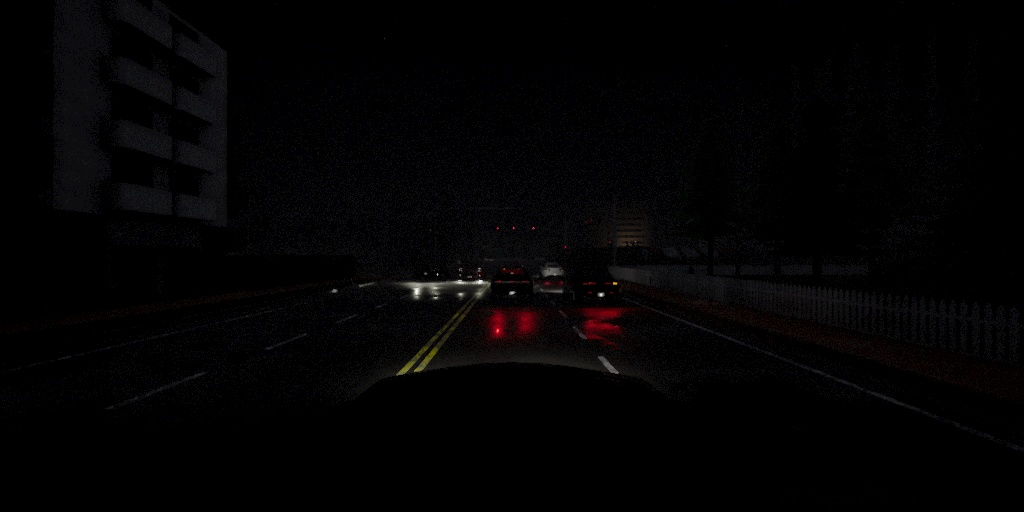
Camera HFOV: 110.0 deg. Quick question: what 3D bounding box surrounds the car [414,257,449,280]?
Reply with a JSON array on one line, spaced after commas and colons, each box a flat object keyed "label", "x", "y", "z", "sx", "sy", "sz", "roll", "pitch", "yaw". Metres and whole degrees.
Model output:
[{"label": "car", "x": -7.000, "y": 1.076, "z": 31.840, "sx": 2.150, "sy": 2.045, "sz": 5.566, "roll": 0, "pitch": 0, "yaw": 0}]

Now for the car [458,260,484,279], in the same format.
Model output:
[{"label": "car", "x": -3.500, "y": 1.153, "z": 31.900, "sx": 2.097, "sy": 1.767, "sz": 4.553, "roll": 0, "pitch": 0, "yaw": 0}]

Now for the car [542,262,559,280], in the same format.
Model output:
[{"label": "car", "x": 3.500, "y": 1.282, "z": 31.500, "sx": 1.812, "sy": 1.442, "sz": 4.674, "roll": 0, "pitch": 0, "yaw": 0}]

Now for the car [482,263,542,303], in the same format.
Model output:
[{"label": "car", "x": 0.000, "y": 1.244, "z": 16.500, "sx": 2.128, "sy": 1.511, "sz": 4.902, "roll": 0, "pitch": 0, "yaw": 0}]

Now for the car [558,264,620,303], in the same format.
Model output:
[{"label": "car", "x": 3.500, "y": 1.265, "z": 16.500, "sx": 1.837, "sy": 1.490, "sz": 4.892, "roll": 0, "pitch": 0, "yaw": 0}]
